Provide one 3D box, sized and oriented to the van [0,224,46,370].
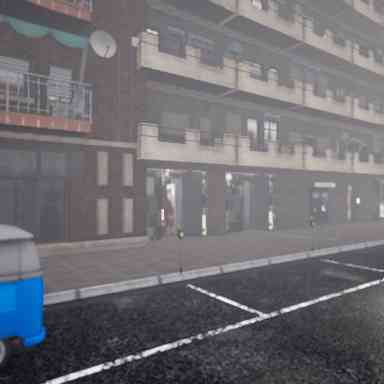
[{"bbox_3d":[-3.831,1.335,3.830,3.998,1.788,1.690,0,0,-36],"label":"van"}]
